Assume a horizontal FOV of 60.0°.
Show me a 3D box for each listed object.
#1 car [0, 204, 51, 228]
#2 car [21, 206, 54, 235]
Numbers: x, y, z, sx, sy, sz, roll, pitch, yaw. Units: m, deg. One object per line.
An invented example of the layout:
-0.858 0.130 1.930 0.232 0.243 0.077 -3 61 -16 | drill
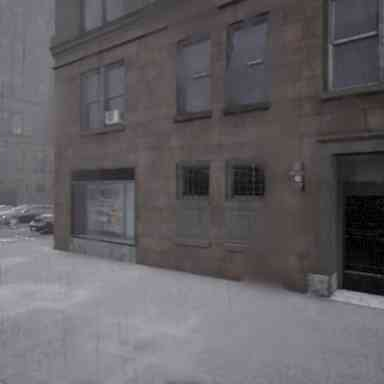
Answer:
-11.091 1.573 22.830 2.128 1.511 4.902 1 0 36 | car
-6.755 1.670 18.675 2.008 1.369 4.403 0 -1 36 | car
